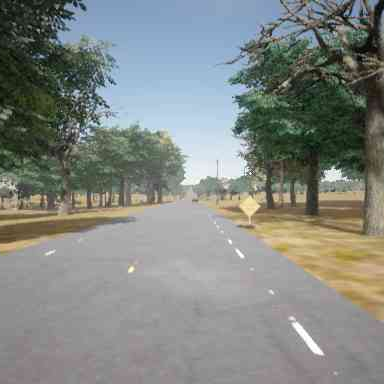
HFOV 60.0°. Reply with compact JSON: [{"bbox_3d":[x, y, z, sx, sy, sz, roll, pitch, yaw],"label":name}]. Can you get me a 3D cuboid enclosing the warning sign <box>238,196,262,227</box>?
[{"bbox_3d":[3.565,1.179,20.555,1.300,1.860,1.060,1,0,0],"label":"warning sign"}]
